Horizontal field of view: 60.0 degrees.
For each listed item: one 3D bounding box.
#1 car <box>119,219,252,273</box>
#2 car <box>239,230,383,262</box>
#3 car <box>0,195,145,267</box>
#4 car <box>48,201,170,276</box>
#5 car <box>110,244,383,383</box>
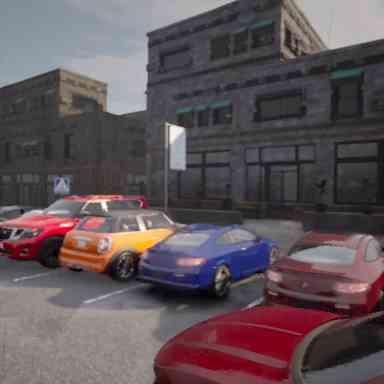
[{"bbox_3d":[0.648,1.489,8.488,2.002,1.452,4.674,1,0,35],"label":"car"},{"bbox_3d":[3.000,1.510,6.812,2.002,1.452,4.674,1,0,35],"label":"car"},{"bbox_3d":[-3.749,1.157,11.592,2.435,2.045,5.566,1,0,35],"label":"car"},{"bbox_3d":[-1.507,1.304,9.990,2.185,1.767,4.553,1,0,35],"label":"car"},{"bbox_3d":[1.937,1.482,1.997,5.008,1.535,1.882,1,0,35],"label":"car"}]
